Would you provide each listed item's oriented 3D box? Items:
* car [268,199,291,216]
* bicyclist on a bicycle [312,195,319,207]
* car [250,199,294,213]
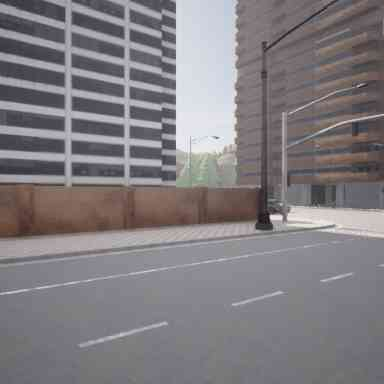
[{"bbox_3d":[7.385,1.503,33.502,1.837,1.490,4.892,0,1,-36],"label":"car"},{"bbox_3d":[17.250,1.301,46.287,1.656,1.620,0.582,0,0,-36],"label":"bicyclist on a bicycle"},{"bbox_3d":[8.915,1.526,37.396,1.812,1.442,4.674,0,0,-36],"label":"car"}]
